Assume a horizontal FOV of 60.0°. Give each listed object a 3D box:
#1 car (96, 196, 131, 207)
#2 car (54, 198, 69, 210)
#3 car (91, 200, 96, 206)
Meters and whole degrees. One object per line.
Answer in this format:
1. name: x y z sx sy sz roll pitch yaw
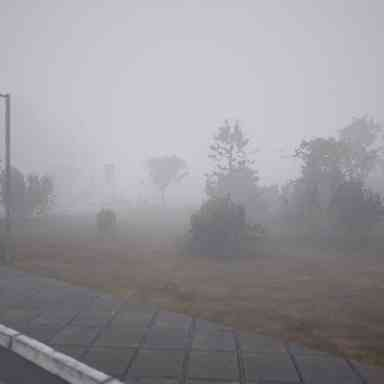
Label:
1. car: -11.204 1.526 49.211 1.895 1.301 4.718 0 1 39
2. car: -17.675 1.481 41.192 2.128 1.511 4.902 0 0 39
3. car: -13.402 1.394 52.058 1.882 1.535 5.008 0 1 39
